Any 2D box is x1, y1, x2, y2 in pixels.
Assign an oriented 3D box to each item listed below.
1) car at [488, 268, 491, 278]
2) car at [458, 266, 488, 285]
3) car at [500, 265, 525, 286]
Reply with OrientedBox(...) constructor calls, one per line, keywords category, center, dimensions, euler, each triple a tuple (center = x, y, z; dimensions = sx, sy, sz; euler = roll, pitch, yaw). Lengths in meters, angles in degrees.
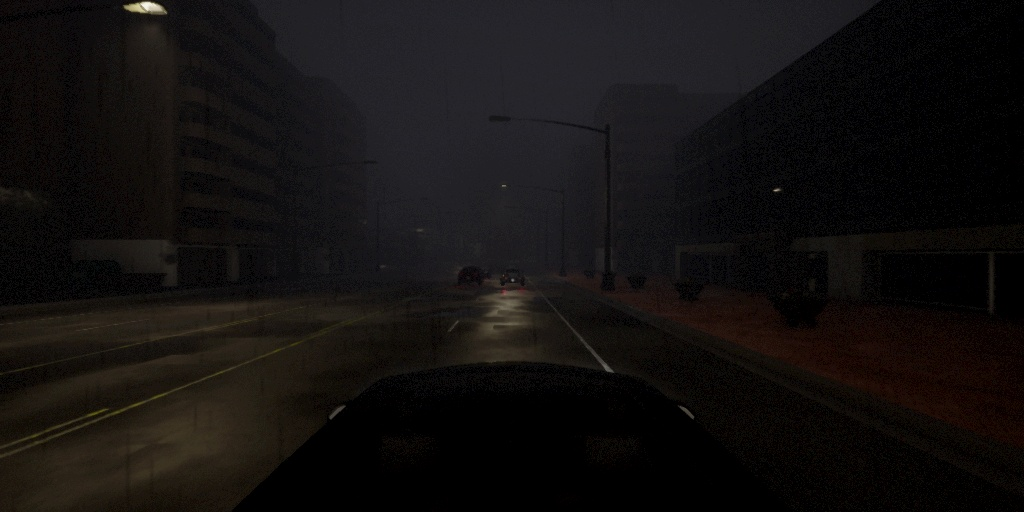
OrientedBox(category="car", center=(-3.470, 1.872, 42.436), dimensions=(1.895, 1.301, 4.718), euler=(0, 0, 0))
OrientedBox(category="car", center=(-3.450, 1.617, 30.799), dimensions=(1.882, 1.535, 5.008), euler=(0, -1, 0))
OrientedBox(category="car", center=(0.057, 1.650, 29.704), dimensions=(1.812, 1.442, 4.674), euler=(0, -1, 0))
